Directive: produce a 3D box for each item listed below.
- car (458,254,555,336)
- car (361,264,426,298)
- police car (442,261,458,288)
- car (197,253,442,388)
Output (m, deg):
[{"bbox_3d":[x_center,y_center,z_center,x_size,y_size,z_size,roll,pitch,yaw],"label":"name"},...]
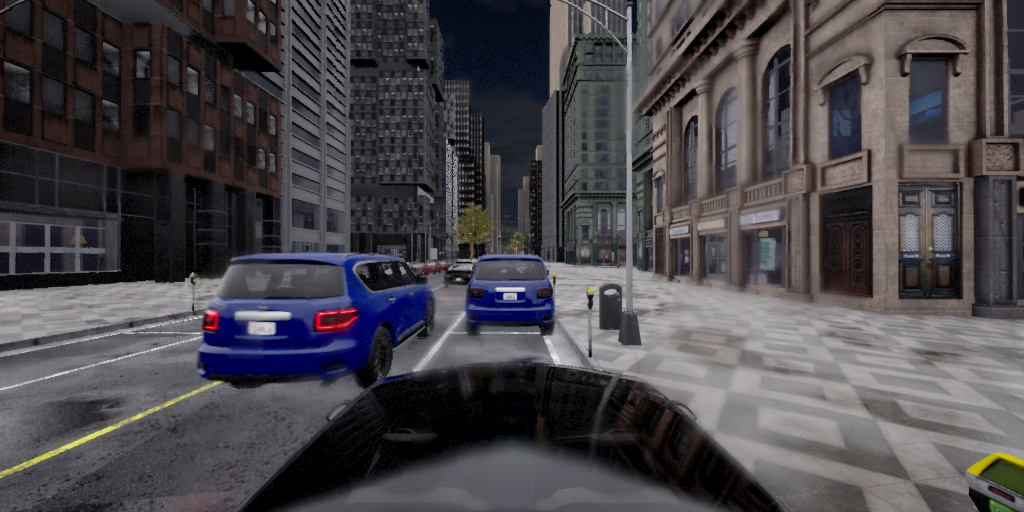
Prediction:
[{"bbox_3d":[-0.039,0.979,10.530,2.150,2.045,5.566,0,0,0],"label":"car"},{"bbox_3d":[-6.234,1.229,19.504,1.882,1.535,5.008,0,0,0],"label":"car"},{"bbox_3d":[-3.144,1.177,23.713,1.930,1.638,5.238,0,0,0],"label":"police car"},{"bbox_3d":[-3.048,0.972,7.044,2.150,2.045,5.566,0,0,0],"label":"car"}]
